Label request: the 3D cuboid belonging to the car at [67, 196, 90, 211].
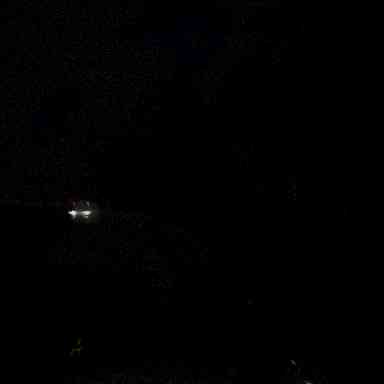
[{"bbox_3d":[-14.262,1.399,41.801,2.097,1.767,4.553,0,0,-29],"label":"car"}]
